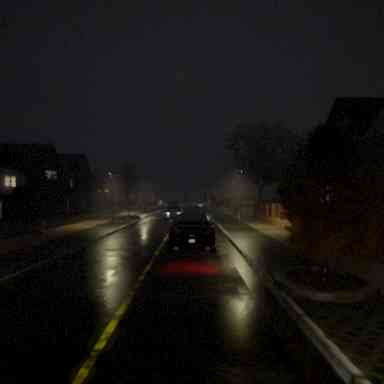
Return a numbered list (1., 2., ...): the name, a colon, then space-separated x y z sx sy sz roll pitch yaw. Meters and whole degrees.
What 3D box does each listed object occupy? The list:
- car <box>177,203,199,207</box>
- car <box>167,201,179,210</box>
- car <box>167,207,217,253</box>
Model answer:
1. car: -0.004 1.873 28.982 2.033 1.411 5.357 0 -1 0
2. car: -2.765 2.136 51.713 1.882 1.535 5.008 0 -1 0
3. car: 0.003 1.629 14.481 1.882 1.535 5.008 0 0 0
